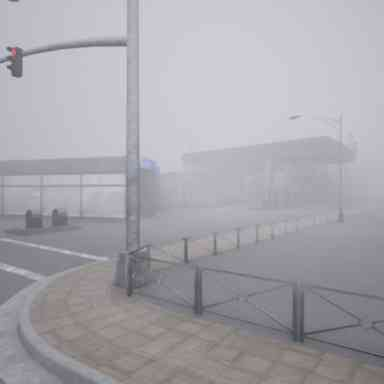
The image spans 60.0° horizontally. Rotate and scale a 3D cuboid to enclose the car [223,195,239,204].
[{"bbox_3d":[7.051,1.456,63.049,2.242,1.667,4.611,0,0,36],"label":"car"}]
